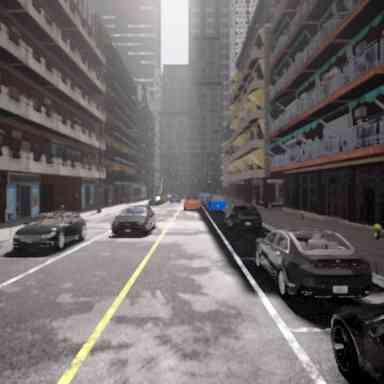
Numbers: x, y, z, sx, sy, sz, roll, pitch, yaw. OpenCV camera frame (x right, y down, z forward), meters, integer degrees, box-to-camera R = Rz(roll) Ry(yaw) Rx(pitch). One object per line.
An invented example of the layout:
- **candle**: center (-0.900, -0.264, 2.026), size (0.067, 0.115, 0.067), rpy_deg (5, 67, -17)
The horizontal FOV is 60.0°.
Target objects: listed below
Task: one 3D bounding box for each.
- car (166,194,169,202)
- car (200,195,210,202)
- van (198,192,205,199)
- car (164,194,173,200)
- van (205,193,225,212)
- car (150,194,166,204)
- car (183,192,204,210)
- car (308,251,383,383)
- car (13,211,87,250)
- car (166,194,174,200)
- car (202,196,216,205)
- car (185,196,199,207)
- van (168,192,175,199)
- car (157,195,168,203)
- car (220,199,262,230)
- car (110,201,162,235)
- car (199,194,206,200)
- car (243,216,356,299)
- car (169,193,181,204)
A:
- **car**: center (-5.705, 1.328, 58.649), size (1.887, 1.381, 4.507), rpy_deg (-1, 0, 0)
- **car**: center (2.676, 1.294, 69.825), size (2.008, 1.369, 4.403), rpy_deg (-1, 0, 0)
- **van**: center (2.671, 1.007, 92.231), size (1.690, 1.788, 3.998), rpy_deg (-1, 0, 0)
- **car**: center (-5.705, 1.270, 81.056), size (1.947, 1.339, 4.313), rpy_deg (-1, 0, 0)
- **van**: center (2.675, 1.205, 36.212), size (1.690, 1.788, 3.998), rpy_deg (-1, 0, 0)
- **car**: center (-5.704, 1.369, 53.046), size (1.947, 1.339, 4.313), rpy_deg (-1, 0, 0)
- **car**: center (0.060, 1.204, 39.638), size (2.097, 1.767, 4.553), rpy_deg (0, 0, 0)
- **car**: center (2.680, 1.556, 2.601), size (1.947, 1.339, 4.313), rpy_deg (-1, 0, 0)
- **car**: center (-5.701, 1.498, 13.833), size (2.008, 1.369, 4.403), rpy_deg (-1, 0, 0)
- **car**: center (-5.706, 1.236, 86.658), size (2.008, 1.369, 4.403), rpy_deg (-1, 0, 0)
- **car**: center (2.677, 1.369, 53.018), size (1.947, 1.339, 4.313), rpy_deg (-1, 0, 0)
- **car**: center (-0.003, 1.323, 48.936), size (1.837, 1.490, 4.892), rpy_deg (0, 0, 0)
- **van**: center (-5.709, 1.007, 92.259), size (1.690, 1.788, 3.998), rpy_deg (-1, 0, 0)
- **car**: center (-5.704, 1.345, 64.251), size (1.802, 1.307, 4.206), rpy_deg (-1, 0, 0)
- **car**: center (2.999, 1.429, 20.216), size (1.837, 1.490, 4.892), rpy_deg (0, 0, 0)
- **car**: center (-3.098, 1.477, 18.747), size (2.033, 1.411, 5.357), rpy_deg (0, 0, 0)
- **car**: center (2.674, 1.210, 86.800), size (1.752, 1.417, 4.829), rpy_deg (-1, 0, 0)
- **car**: center (2.679, 1.519, 8.203), size (2.008, 1.369, 4.403), rpy_deg (-1, 0, 0)
- **car**: center (-3.048, 1.303, 60.033), size (1.812, 1.442, 4.674), rpy_deg (0, 0, 1)
